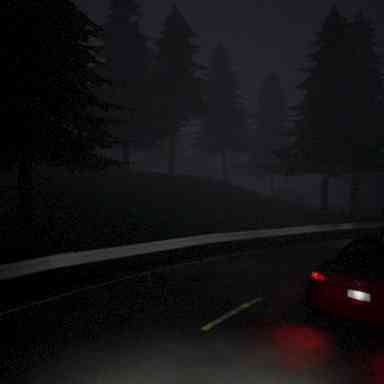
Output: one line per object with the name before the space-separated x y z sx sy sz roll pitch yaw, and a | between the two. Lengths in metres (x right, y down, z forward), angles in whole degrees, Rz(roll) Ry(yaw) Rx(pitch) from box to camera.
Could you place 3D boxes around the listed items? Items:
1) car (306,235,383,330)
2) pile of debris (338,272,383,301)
car | 3.970 1.566 6.600 1.994 1.385 4.181 1 1 44
pile of debris | 4.538 2.183 7.609 1.860 0.140 1.500 0 0 -39
